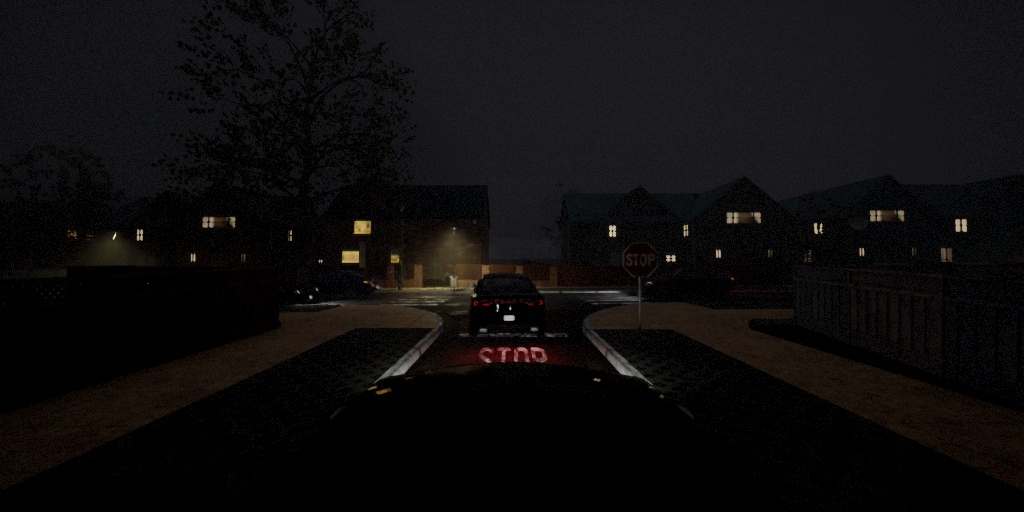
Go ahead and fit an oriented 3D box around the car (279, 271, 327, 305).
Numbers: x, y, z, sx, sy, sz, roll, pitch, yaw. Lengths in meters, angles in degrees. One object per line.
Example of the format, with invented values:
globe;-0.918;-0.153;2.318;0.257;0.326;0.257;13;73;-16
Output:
car;-11.371;1.420;15.572;5.357;1.411;2.033;-1;-1;1

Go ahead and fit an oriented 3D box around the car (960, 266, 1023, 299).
car;20.228;1.065;15.111;5.008;1.535;1.882;0;-1;1

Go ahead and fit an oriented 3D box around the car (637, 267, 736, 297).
car;8.799;1.283;18.225;4.674;1.442;1.812;-1;-1;1

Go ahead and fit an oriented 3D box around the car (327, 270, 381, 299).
car;-9.199;1.451;18.491;4.674;1.442;1.812;-1;-1;1

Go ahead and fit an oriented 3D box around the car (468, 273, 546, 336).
car;-0.247;1.227;10.479;1.882;1.535;5.008;0;0;-4

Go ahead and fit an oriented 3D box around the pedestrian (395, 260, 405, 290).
pedestrian;-6.680;1.116;21.374;0.375;1.860;0.375;0;-1;1
